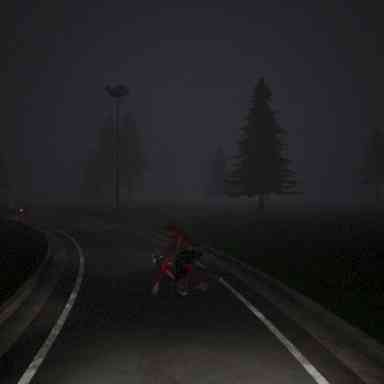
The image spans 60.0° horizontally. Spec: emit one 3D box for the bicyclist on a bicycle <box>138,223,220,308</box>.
[{"bbox_3d":[-0.253,1.442,6.567,1.656,1.620,0.582,-1,0,-11],"label":"bicyclist on a bicycle"}]

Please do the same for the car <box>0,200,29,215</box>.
[{"bbox_3d":[-18.129,1.521,33.563,4.674,1.442,1.812,0,0,42],"label":"car"}]
